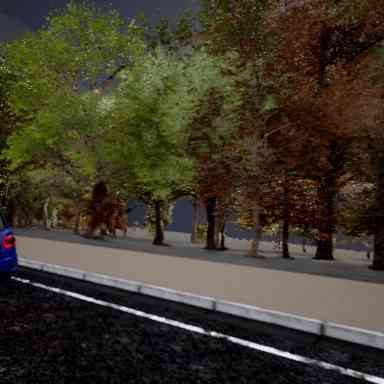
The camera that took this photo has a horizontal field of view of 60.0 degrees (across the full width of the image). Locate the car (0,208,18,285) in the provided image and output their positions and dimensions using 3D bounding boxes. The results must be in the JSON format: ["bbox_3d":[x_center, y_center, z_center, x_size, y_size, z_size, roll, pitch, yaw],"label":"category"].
[{"bbox_3d":[-6.636,1.313,8.426,5.566,2.045,2.150,-1,0,36],"label":"car"}]
